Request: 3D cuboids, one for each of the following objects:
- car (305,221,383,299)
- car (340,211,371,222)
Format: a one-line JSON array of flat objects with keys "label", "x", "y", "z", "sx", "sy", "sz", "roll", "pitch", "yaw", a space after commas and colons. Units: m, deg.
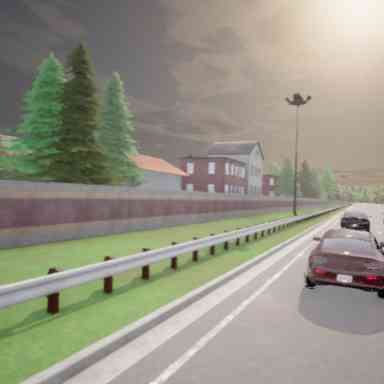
[{"label": "car", "x": 4.365, "y": 1.777, "z": 9.312, "sx": 1.812, "sy": 1.442, "sz": 4.674, "roll": 2, "pitch": -1, "yaw": 27}, {"label": "car", "x": 12.211, "y": 2.167, "z": 24.881, "sx": 1.882, "sy": 1.535, "sz": 5.008, "roll": 2, "pitch": -1, "yaw": 27}]
